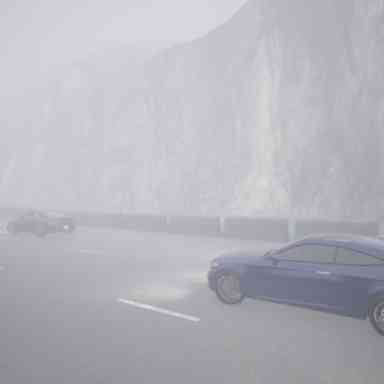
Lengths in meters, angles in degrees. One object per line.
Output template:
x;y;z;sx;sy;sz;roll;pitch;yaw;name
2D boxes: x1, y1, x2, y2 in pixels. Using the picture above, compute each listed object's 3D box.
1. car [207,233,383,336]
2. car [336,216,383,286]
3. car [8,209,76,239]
2.511;1.546;6.501;4.674;1.442;1.812;-1;-1;35;car
6.357;1.482;8.059;4.902;1.511;2.128;-1;-1;35;car
-8.376;1.685;18.542;4.674;1.442;1.812;-1;0;35;car
